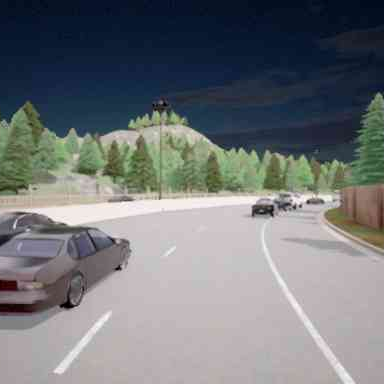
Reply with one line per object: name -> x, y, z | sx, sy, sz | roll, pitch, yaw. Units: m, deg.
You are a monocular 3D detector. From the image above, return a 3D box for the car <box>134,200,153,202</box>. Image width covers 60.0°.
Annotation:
car -> -6.340, 1.377, 46.379 | 1.895, 1.301, 4.718 | 0, 0, 27

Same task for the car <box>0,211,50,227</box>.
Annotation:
car -> -5.963, 1.428, 11.616 | 1.837, 1.490, 4.892 | 0, 0, 7

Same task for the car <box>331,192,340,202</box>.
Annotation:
car -> 29.544, 0.943, 65.371 | 5.566, 2.045, 2.150 | 0, 0, -41

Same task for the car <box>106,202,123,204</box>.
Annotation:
car -> -10.018, 1.260, 46.735 | 1.837, 1.490, 4.892 | 0, 1, 26

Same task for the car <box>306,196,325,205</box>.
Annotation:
car -> 21.077, 1.427, 56.698 | 1.994, 1.385, 4.181 | 0, 0, 41

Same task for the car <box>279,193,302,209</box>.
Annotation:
car -> 12.432, 1.106, 42.277 | 2.150, 2.045, 5.566 | 0, 0, 30

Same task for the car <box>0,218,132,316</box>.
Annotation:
car -> -2.952, 1.501, 7.747 | 2.033, 1.411, 5.357 | 0, 0, 6

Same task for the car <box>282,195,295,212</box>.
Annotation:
car -> 9.983, 1.396, 37.646 | 1.837, 1.490, 4.892 | 0, 0, 26

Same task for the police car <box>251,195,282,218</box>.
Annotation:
police car -> 6.587, 1.332, 29.777 | 1.930, 1.638, 5.238 | 0, 0, 20
